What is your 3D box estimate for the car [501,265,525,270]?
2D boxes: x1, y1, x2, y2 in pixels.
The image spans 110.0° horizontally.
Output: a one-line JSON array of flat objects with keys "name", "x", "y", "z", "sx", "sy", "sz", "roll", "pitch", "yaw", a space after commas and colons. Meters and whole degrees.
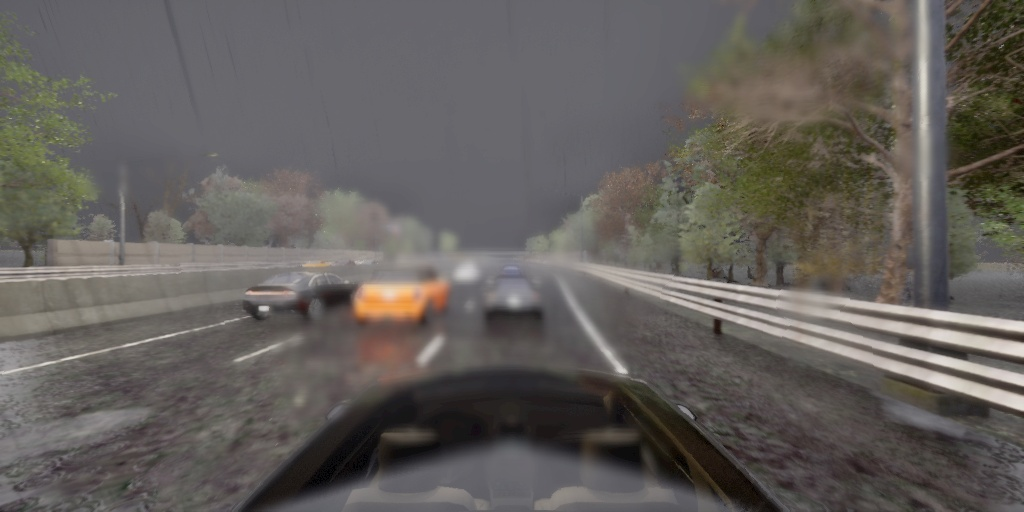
[{"name": "car", "x": 0.080, "y": 1.439, "z": 28.510, "sx": 1.812, "sy": 1.442, "sz": 4.674, "roll": 0, "pitch": 0, "yaw": 0}]

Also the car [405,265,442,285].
[{"name": "car", "x": -6.920, "y": 1.439, "z": 28.517, "sx": 1.812, "sy": 1.442, "sz": 4.674, "roll": 0, "pitch": 0, "yaw": 0}]

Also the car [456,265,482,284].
[{"name": "car", "x": -3.421, "y": 1.440, "z": 28.541, "sx": 1.812, "sy": 1.442, "sz": 4.674, "roll": 0, "pitch": 0, "yaw": 0}]

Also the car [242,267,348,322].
[{"name": "car", "x": -6.927, "y": 1.306, "z": 12.507, "sx": 2.128, "sy": 1.511, "sz": 4.902, "roll": 0, "pitch": 0, "yaw": 0}]

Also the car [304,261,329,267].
[{"name": "car", "x": -28.042, "y": 1.551, "z": 51.893, "sx": 1.882, "sy": 1.535, "sz": 5.008, "roll": 0, "pitch": 0, "yaw": 0}]

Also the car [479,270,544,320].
[{"name": "car", "x": 0.076, "y": 1.381, "z": 12.993, "sx": 1.994, "sy": 1.385, "sz": 4.181, "roll": 0, "pitch": 0, "yaw": 0}]

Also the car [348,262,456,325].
[{"name": "car", "x": -3.429, "y": 1.163, "z": 12.216, "sx": 2.097, "sy": 1.767, "sz": 4.553, "roll": 0, "pitch": 0, "yaw": 0}]

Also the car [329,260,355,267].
[{"name": "car", "x": -24.542, "y": 1.435, "z": 53.185, "sx": 2.097, "sy": 1.767, "sz": 4.553, "roll": 0, "pitch": 0, "yaw": 0}]
